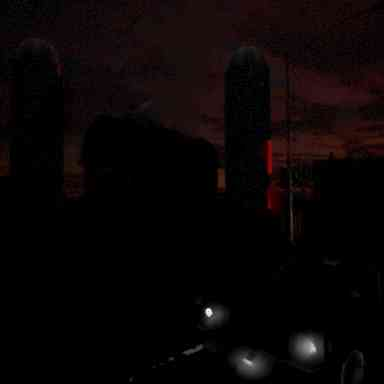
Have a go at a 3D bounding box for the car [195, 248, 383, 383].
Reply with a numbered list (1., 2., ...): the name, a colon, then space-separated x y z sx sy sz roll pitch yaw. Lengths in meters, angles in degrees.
1. car: 2.293 1.673 5.334 4.718 1.301 1.895 0 -1 -42
